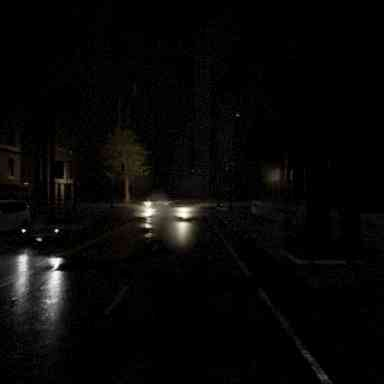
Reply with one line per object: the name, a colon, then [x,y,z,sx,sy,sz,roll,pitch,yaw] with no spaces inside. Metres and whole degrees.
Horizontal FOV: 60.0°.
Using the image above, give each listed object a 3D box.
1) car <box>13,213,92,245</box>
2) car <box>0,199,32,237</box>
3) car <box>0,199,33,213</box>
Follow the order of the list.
car: [-6.602,1.777,16.613,1.895,1.301,4.718,0,-1,0]
car: [-9.852,1.393,16.109,2.150,2.045,5.566,0,-1,0]
car: [-24.967,1.962,46.495,4.553,1.767,2.097,-1,-1,0]
